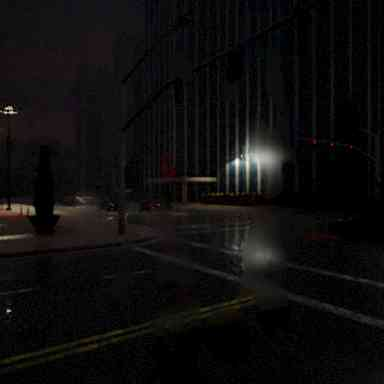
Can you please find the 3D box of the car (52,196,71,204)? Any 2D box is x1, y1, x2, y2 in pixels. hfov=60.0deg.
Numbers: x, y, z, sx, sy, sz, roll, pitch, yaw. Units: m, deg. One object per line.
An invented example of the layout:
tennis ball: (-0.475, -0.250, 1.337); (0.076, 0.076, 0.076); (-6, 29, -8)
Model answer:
car: (-21.782, 1.294, 55.362); (1.895, 1.301, 4.718); (0, 0, -36)

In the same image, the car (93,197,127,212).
car: (-9.070, 1.333, 37.635); (2.097, 1.767, 4.553); (0, 0, -36)

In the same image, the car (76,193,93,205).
car: (-18.178, 1.203, 56.330); (2.150, 2.045, 5.566); (0, 0, -36)

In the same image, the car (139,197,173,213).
car: (-3.958, 1.329, 36.540); (2.097, 1.767, 4.553); (0, 0, -36)

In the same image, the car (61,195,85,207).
car: (-18.363, 1.544, 50.640); (1.994, 1.385, 4.181); (0, 0, -36)

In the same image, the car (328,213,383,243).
car: (8.363, 1.582, 13.905); (1.895, 1.301, 4.718); (0, 0, -36)
